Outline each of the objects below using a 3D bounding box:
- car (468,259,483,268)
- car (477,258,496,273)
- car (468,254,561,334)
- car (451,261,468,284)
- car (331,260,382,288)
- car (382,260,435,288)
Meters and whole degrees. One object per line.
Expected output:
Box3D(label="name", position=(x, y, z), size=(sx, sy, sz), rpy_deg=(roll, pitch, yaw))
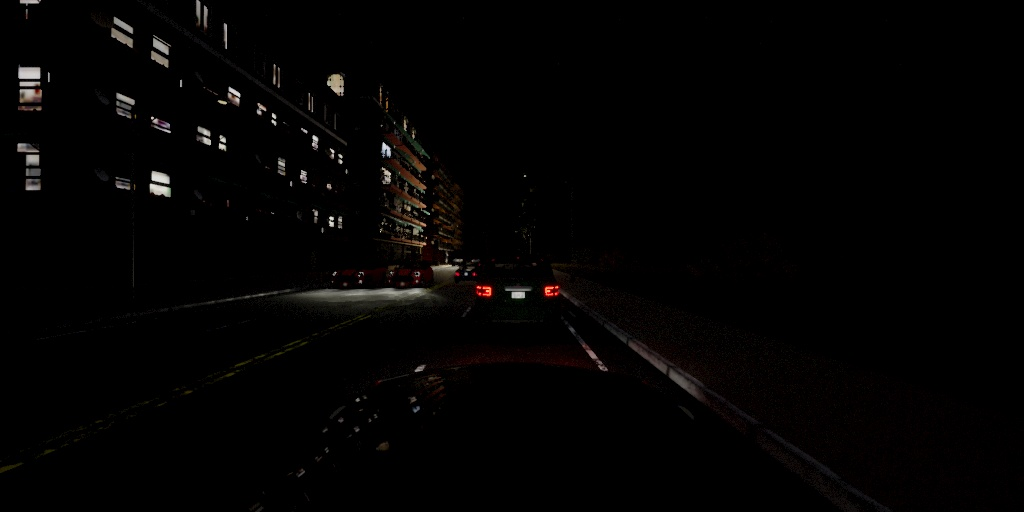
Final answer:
Box3D(label="car", position=(-6.529, 1.299, 65.003), size=(2.033, 1.411, 5.357), rpy_deg=(0, 0, 1))
Box3D(label="car", position=(-3.139, 1.107, 44.870), size=(2.097, 1.767, 4.553), rpy_deg=(0, 0, 0))
Box3D(label="car", position=(0.104, 0.973, 10.765), size=(2.150, 2.045, 5.566), rpy_deg=(0, 0, -1))
Box3D(label="car", position=(-3.152, 1.301, 27.169), size=(2.033, 1.411, 5.357), rpy_deg=(0, 0, 0))
Box3D(label="car", position=(-9.847, 1.105, 23.415), size=(2.097, 1.767, 4.553), rpy_deg=(0, 0, 0))
Box3D(label="car", position=(-6.596, 1.105, 23.831), size=(2.097, 1.767, 4.553), rpy_deg=(0, 0, 0))
